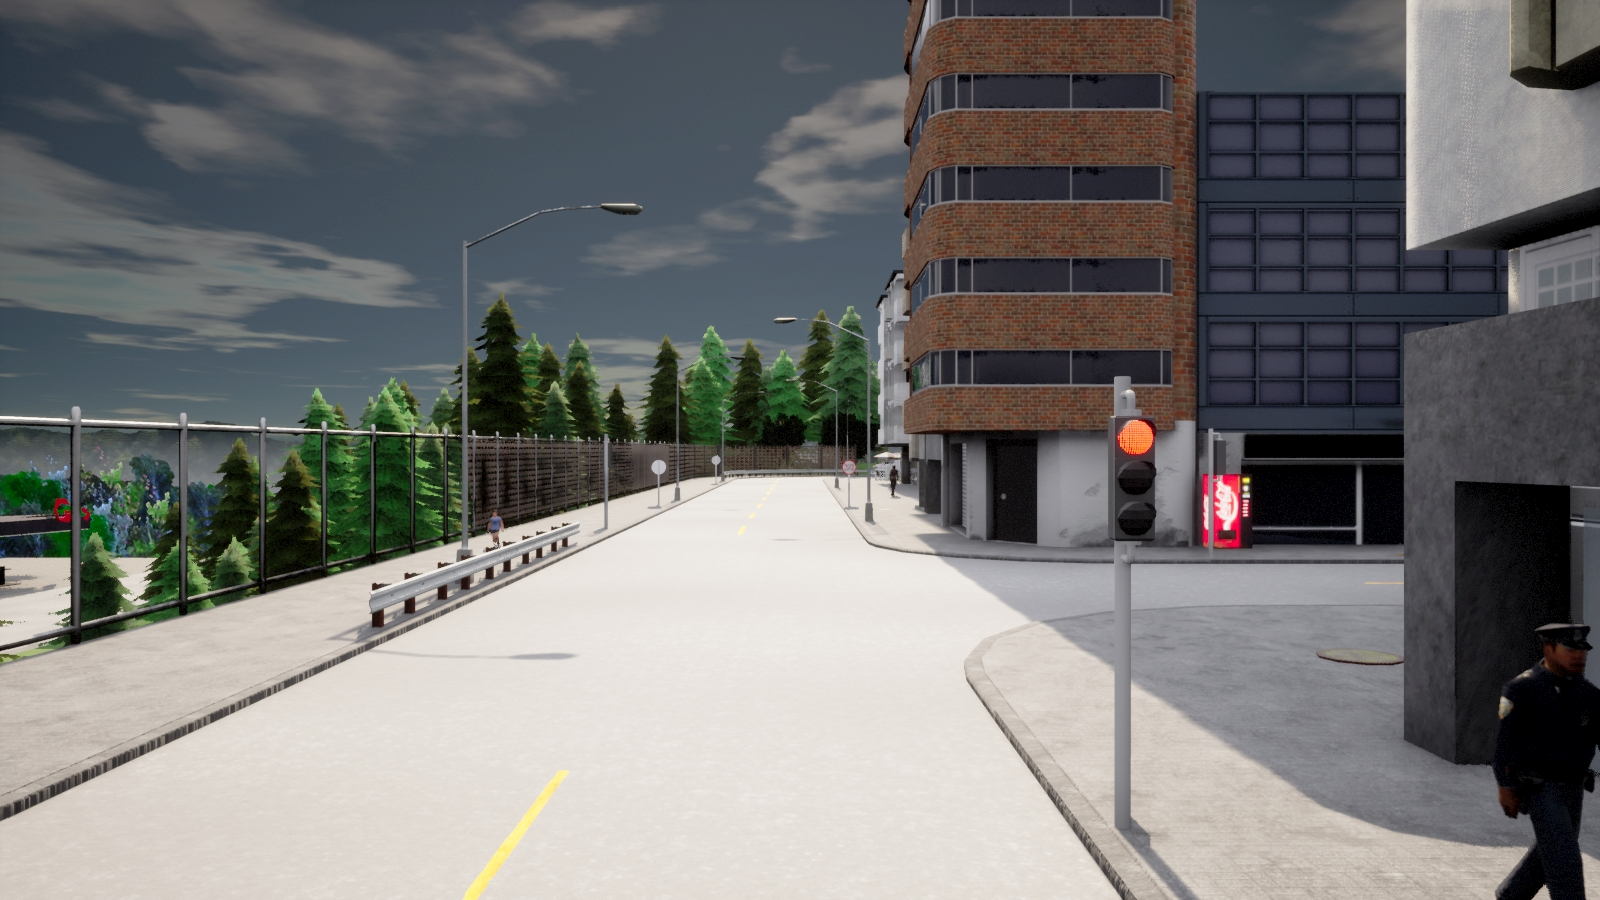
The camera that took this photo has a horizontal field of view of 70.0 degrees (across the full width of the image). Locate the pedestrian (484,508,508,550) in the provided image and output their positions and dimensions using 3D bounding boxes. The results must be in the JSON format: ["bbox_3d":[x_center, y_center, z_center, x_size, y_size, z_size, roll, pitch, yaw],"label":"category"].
[{"bbox_3d":[-8.137,2.113,30.599,0.500,1.100,0.500,0,0,0],"label":"pedestrian"}]

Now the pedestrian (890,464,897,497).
[{"bbox_3d":[5.313,1.719,64.915,0.375,1.860,0.375,0,0,3],"label":"pedestrian"}]

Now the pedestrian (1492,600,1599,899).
[{"bbox_3d":[3.944,1.744,6.011,0.375,1.860,0.375,0,0,-1],"label":"pedestrian"}]
